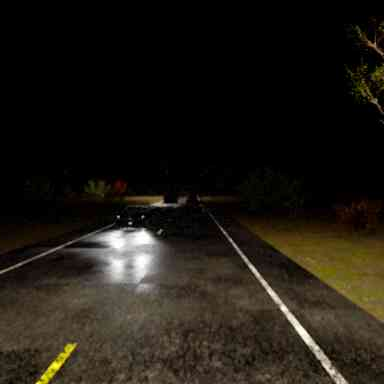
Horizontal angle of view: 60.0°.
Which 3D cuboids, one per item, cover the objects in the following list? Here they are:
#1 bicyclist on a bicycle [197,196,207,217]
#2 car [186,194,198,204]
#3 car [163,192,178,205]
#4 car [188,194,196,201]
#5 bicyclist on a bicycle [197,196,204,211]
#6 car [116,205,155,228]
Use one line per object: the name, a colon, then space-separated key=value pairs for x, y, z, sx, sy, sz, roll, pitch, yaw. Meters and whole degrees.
bicyclist on a bicycle: x=0.969 y=1.258 z=28.326 sx=0.659 sy=1.776 sz=1.843 roll=0 pitch=0 yaw=0
car: x=0.075 y=1.341 z=56.158 sx=1.994 sy=1.385 sz=4.181 roll=0 pitch=0 yaw=0
car: x=-3.499 y=0.991 z=55.663 sx=2.150 sy=2.045 sz=5.566 roll=0 pitch=2 yaw=0
car: x=0.016 y=1.201 z=74.441 sx=1.837 sy=1.490 sz=4.892 roll=0 pitch=0 yaw=0
bicyclist on a bicycle: x=0.955 y=1.286 z=37.778 sx=0.866 sy=1.612 sz=1.509 roll=0 pitch=0 yaw=0
car: x=-3.595 y=1.515 z=21.635 sx=1.895 sy=1.301 sz=4.718 roll=0 pitch=0 yaw=0
